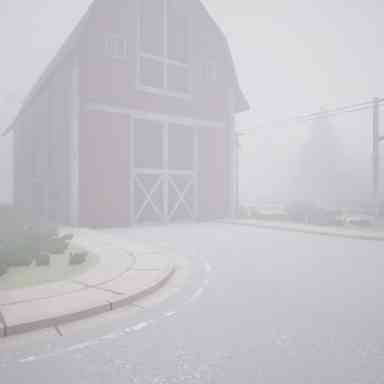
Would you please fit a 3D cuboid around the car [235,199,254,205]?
[{"bbox_3d":[5.415,1.552,38.675,1.812,1.442,4.674,0,0,-34],"label":"car"}]

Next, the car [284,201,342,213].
[{"bbox_3d":[10.964,1.574,30.625,2.033,1.411,5.357,0,0,-35],"label":"car"}]

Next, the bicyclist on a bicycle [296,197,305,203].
[{"bbox_3d":[13.285,1.322,40.249,1.656,1.620,0.582,46,-25,-24],"label":"bicyclist on a bicycle"}]
